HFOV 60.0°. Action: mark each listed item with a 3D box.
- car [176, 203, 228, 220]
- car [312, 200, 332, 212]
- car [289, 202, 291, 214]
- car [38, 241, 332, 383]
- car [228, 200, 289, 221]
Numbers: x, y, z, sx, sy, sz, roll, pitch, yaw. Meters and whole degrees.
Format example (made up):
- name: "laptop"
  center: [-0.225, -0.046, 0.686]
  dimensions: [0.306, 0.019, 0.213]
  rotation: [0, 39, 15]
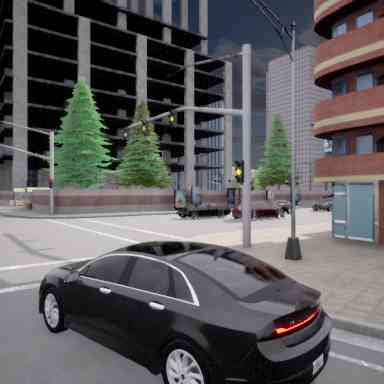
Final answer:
- name: "car"
  center: [0.983, 1.656, 29.065]
  dimensions: [4.718, 1.301, 1.895]
  rotation: [0, 0, -36]
- name: "car"
  center: [16.646, 1.407, 40.273]
  dimensions: [4.553, 1.767, 2.097]
  rotation: [0, 0, -35]
- name: "car"
  center: [8.563, 1.547, 34.501]
  dimensions: [4.902, 1.511, 2.128]
  rotation: [0, 0, -36]
- name: "car"
  center: [-0.534, 1.505, 5.001]
  dimensions: [4.892, 1.490, 1.837]
  rotation: [0, 0, 41]
- name: "car"
  center: [5.593, 1.407, 27.819]
  dimensions: [4.553, 1.767, 2.097]
  rotation: [0, 0, -36]
